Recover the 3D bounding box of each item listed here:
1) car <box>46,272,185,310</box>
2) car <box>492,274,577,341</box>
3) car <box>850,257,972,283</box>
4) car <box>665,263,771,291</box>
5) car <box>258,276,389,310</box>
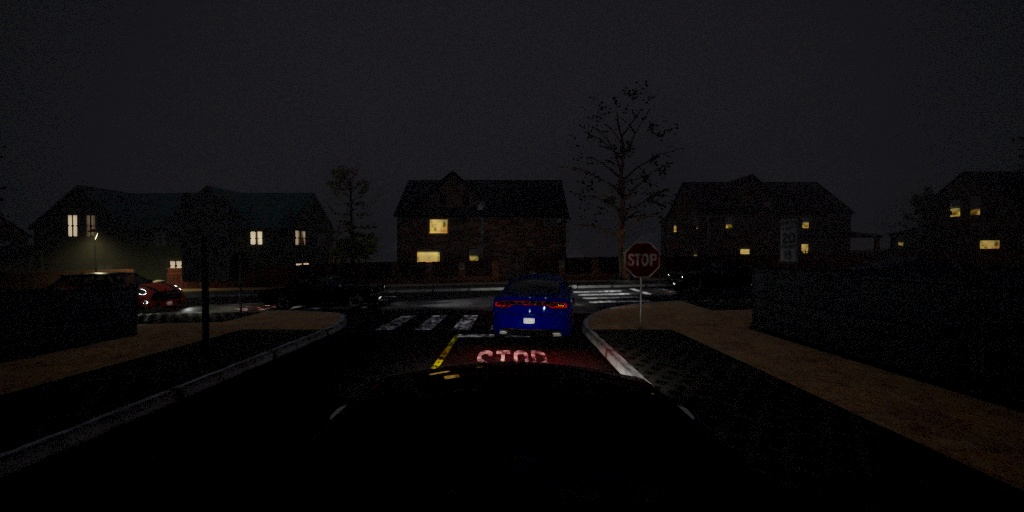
[{"bbox_3d":[-16.809,1.471,15.233,4.553,1.767,2.097,-1,1,0],"label":"car"},{"bbox_3d":[0.780,1.226,10.046,1.882,1.535,5.008,0,0,10],"label":"car"},{"bbox_3d":[20.044,0.753,18.232,5.357,1.411,2.033,-1,1,0],"label":"car"},{"bbox_3d":[10.398,1.034,18.188,4.718,1.301,1.895,-1,1,-1],"label":"car"},{"bbox_3d":[-7.821,1.506,15.247,4.718,1.301,1.895,-1,1,0],"label":"car"}]
